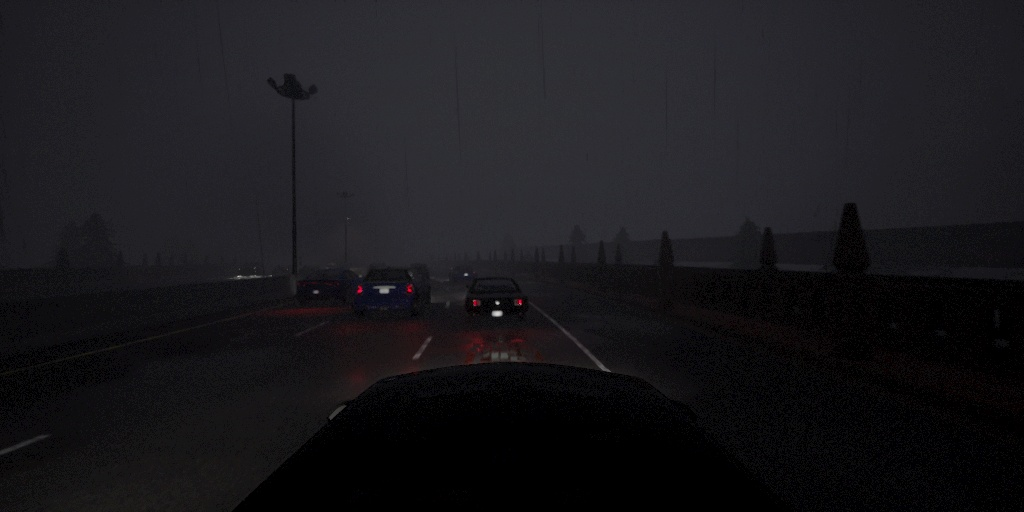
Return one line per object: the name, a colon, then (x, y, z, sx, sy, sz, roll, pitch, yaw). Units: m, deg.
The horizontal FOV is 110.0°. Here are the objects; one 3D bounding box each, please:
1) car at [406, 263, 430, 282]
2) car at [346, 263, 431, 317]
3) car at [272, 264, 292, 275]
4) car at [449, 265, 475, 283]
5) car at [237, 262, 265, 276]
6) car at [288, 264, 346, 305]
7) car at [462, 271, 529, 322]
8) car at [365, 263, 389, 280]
car: (-8.442, 1.414, 32.073, 1.837, 1.490, 4.892, 0, 0, -18)
car: (-4.384, 1.168, 13.759, 2.097, 1.767, 4.553, 0, 0, -6)
car: (-29.077, 1.726, 45.654, 1.895, 1.301, 4.718, 0, 0, -23)
car: (-4.079, 1.434, 29.630, 1.994, 1.385, 4.181, 0, 0, -15)
car: (-32.554, 1.505, 44.874, 2.097, 1.767, 4.553, 0, 0, -23)
car: (-8.386, 1.329, 17.059, 1.882, 1.535, 5.008, 0, 0, -9)
car: (-0.674, 1.393, 12.625, 1.895, 1.301, 4.718, 0, 0, -6)
car: (-13.400, 1.451, 35.685, 2.128, 1.511, 4.902, 0, 0, -20)
